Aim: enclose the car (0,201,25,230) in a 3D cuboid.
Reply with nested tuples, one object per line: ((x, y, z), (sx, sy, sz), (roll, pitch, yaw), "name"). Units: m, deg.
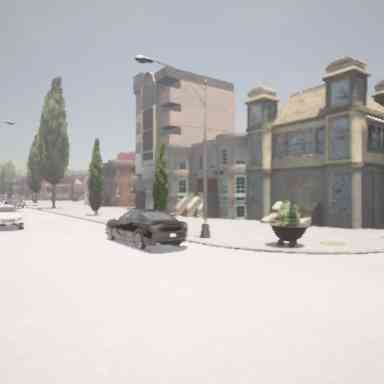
((-11.773, 1.532, 20.777), (1.812, 1.442, 4.674), (0, 0, -36), "car")

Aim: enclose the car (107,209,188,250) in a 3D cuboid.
((-2.143, 1.492, 14.621), (1.882, 1.535, 5.008), (0, 0, -35), "car")

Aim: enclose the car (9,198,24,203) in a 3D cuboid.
((-24.231, 1.564, 45.484), (2.033, 1.411, 5.357), (0, 0, -36), "car")
